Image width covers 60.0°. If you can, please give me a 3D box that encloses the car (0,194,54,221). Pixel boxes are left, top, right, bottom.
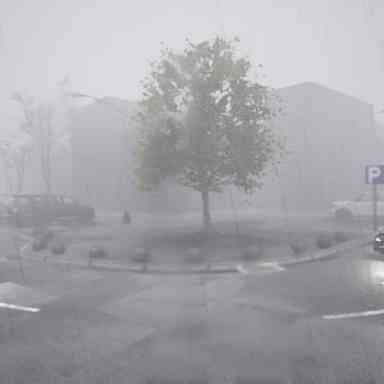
[{"bbox_3d":[-14.660,1.194,27.744,2.435,2.045,5.566,0,0,28],"label":"car"}]

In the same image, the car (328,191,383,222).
[{"bbox_3d":[11.838,0.939,21.606,5.566,2.045,2.435,-1,0,30],"label":"car"}]

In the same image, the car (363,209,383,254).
[{"bbox_3d":[8.243,1.366,11.525,5.357,1.411,2.033,-1,1,-40],"label":"car"}]

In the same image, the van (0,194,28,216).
[{"bbox_3d":[-18.537,1.233,32.294,1.878,1.987,4.442,0,0,28],"label":"van"}]

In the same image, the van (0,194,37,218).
[{"bbox_3d":[-16.569,1.226,30.085,1.878,1.987,4.442,0,0,28],"label":"van"}]

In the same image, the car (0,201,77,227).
[{"bbox_3d":[-10.712,1.461,23.324,2.163,1.488,4.792,0,0,28],"label":"car"}]

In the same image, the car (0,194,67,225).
[{"bbox_3d":[-12.692,1.187,25.534,2.435,2.045,5.566,0,0,28],"label":"car"}]

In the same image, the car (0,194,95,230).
[{"bbox_3d":[-8.744,1.174,21.171,2.435,2.045,5.566,0,0,28],"label":"car"}]
